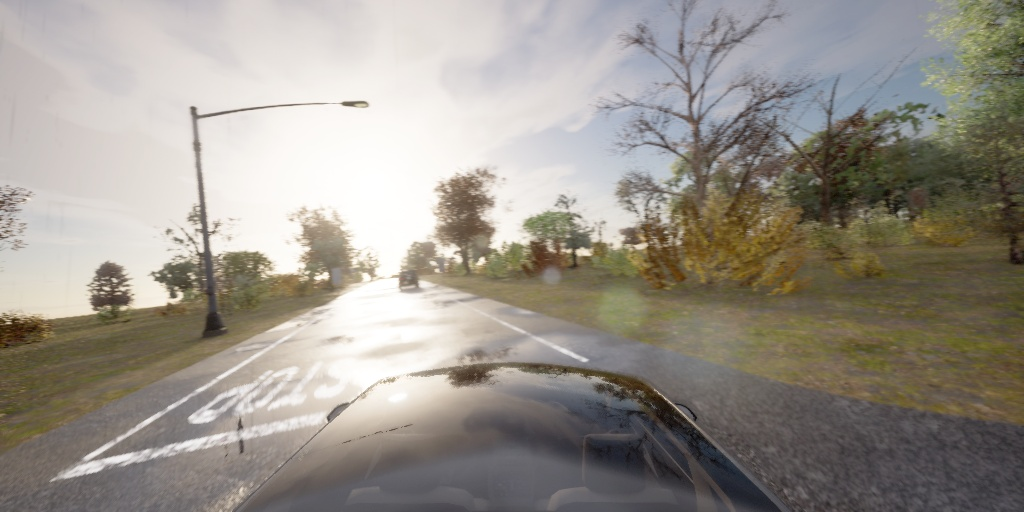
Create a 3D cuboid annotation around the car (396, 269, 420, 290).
[{"bbox_3d":[-11.521,2.564,39.774,2.150,2.045,5.566,-6,-1,-18],"label":"car"}]
